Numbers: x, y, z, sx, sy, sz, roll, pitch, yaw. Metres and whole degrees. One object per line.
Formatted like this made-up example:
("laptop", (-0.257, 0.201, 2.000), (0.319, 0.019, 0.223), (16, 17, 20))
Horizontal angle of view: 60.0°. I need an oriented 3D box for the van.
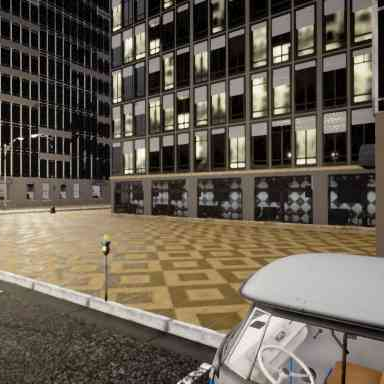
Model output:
("van", (1.900, 1.341, 1.523), (3.998, 1.788, 1.690), (0, 0, 35))
